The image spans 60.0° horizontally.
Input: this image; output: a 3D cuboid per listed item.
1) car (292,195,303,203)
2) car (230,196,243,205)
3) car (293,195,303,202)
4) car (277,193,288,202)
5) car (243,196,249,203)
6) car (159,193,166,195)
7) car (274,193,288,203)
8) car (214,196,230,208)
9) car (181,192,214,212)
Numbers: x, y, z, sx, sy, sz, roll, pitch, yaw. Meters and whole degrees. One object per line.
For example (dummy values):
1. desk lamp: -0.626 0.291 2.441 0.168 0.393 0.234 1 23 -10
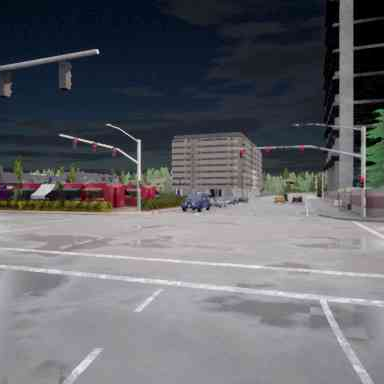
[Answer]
1. car: 21.419 1.475 67.598 1.882 1.535 5.008 0 0 19
2. car: 6.844 1.490 57.666 2.128 1.511 4.902 0 0 19
3. car: 24.708 1.523 77.343 2.128 1.511 4.902 0 0 19
4. car: 21.513 1.223 78.819 2.150 2.045 5.566 0 0 19
5. car: 10.314 1.545 67.656 2.033 1.411 5.357 0 0 19
6. car: -8.000 1.206 81.429 4.605 1.855 1.932 0 0 19
7. car: 18.205 1.475 69.000 1.882 1.535 5.008 0 0 19
8. car: 3.724 1.599 48.548 1.895 1.301 4.718 0 0 19
9. car: 0.580 1.220 39.305 2.150 2.045 5.566 0 0 19
